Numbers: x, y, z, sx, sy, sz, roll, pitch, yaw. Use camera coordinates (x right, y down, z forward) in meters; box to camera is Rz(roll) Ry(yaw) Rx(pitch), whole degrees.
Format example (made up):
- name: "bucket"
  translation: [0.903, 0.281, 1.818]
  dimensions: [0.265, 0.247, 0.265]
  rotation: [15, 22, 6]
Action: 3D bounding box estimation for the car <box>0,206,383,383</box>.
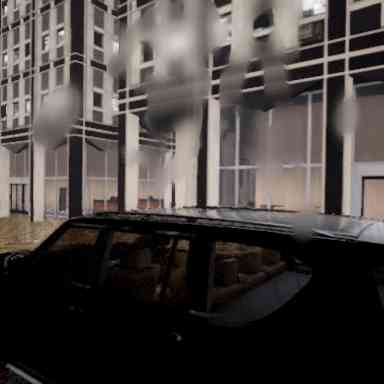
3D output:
- name: "car"
  translation: [-0.439, 1.183, 3.706]
  dimensions: [5.566, 2.045, 2.150]
  rotation: [1, 1, 36]
